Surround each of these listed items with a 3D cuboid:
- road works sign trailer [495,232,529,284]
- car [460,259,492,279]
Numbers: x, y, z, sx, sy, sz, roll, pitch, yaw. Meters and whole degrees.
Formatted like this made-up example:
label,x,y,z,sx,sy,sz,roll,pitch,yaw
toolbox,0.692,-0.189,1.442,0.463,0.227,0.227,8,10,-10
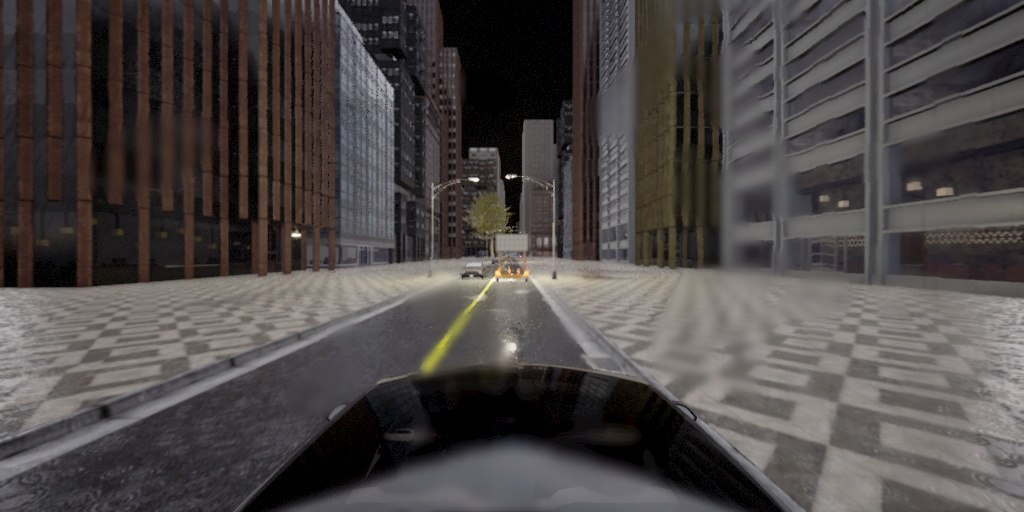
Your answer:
label,x,y,z,sx,sy,sz,roll,pitch,yaw
road works sign trailer,-0.004,0.091,25.900,2.380,3.560,2.880,0,0,0
car,-3.103,1.152,30.221,2.033,1.411,5.357,0,0,0
